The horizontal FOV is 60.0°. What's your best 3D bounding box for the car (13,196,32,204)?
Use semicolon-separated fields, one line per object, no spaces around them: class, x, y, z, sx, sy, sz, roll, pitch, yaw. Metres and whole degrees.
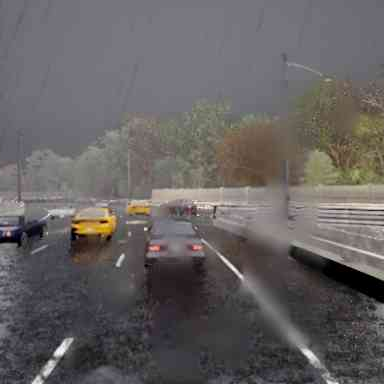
car;-38.489;1.727;74.729;4.553;1.767;2.097;0;0;43

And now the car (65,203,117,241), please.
car;-5.085;1.585;17.656;1.882;1.535;5.008;0;0;-9

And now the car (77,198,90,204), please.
car;-21.178;1.873;65.150;1.837;1.490;4.892;1;-1;-37

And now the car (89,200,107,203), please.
car;-9.130;1.727;33.570;1.812;1.442;4.674;0;0;-18

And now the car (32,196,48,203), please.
car;-36.029;1.729;77.218;4.553;1.767;2.097;0;0;43

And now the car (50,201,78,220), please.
car;-11.906;1.799;30.903;1.895;1.301;4.718;0;0;-17

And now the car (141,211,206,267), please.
car;-0.706;1.609;11.638;2.033;1.411;5.357;0;0;-6

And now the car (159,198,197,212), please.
car;-1.521;1.505;34.384;2.097;1.767;4.553;0;0;-38

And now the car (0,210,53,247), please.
car;-8.229;1.708;15.385;1.895;1.301;4.718;0;0;-8

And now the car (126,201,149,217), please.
car;-5.688;1.671;34.310;1.882;1.535;5.008;0;0;-17

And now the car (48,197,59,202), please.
car;-33.590;1.900;79.727;4.674;1.442;1.812;0;0;43
